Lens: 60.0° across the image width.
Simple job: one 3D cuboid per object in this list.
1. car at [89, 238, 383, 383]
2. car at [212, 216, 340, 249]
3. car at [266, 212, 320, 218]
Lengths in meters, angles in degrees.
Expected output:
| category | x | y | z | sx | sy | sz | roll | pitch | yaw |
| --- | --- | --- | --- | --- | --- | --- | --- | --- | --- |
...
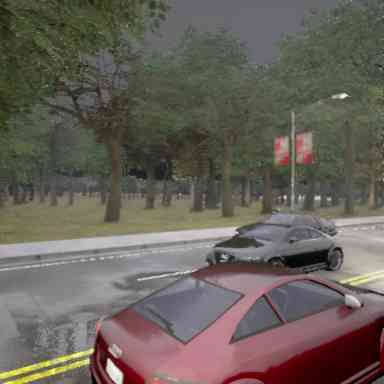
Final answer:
| category | x | y | z | sx | sy | sz | roll | pitch | yaw |
| --- | --- | --- | --- | --- | --- | --- | --- | --- | --- |
| car | 0.945 | 1.578 | 4.115 | 4.181 | 1.385 | 1.994 | 0 | 0 | -36 |
| car | 2.420 | 1.600 | 9.407 | 4.181 | 1.385 | 1.994 | 0 | 0 | -36 |
| car | 4.329 | 1.608 | 14.764 | 5.357 | 1.411 | 2.033 | 0 | 0 | -36 |
